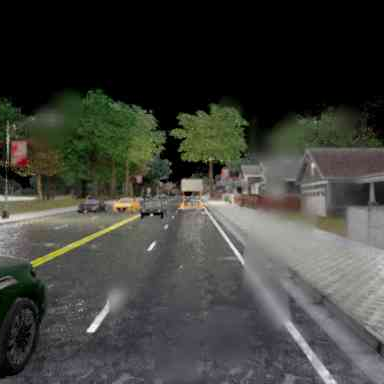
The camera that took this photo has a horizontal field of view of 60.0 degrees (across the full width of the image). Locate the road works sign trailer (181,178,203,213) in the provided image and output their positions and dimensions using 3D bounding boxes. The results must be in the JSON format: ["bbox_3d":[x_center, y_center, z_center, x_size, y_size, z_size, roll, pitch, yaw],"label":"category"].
[{"bbox_3d":[0.005,0.321,35.489,2.380,3.560,2.880,0,0,1],"label":"road works sign trailer"}]

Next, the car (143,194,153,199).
[{"bbox_3d":[-9.731,1.191,74.315,2.033,1.411,5.357,0,0,0],"label":"car"}]

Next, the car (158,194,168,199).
[{"bbox_3d":[-6.481,1.151,74.314,1.837,1.490,4.892,0,0,0],"label":"car"}]

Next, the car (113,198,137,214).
[{"bbox_3d":[-6.583,1.345,33.533,1.882,1.535,5.008,0,0,0],"label":"car"}]

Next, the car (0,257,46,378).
[{"bbox_3d":[-3.149,1.215,2.368,2.150,2.045,5.566,0,0,0],"label":"car"}]

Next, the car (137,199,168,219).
[{"bbox_3d":[-3.142,1.495,28.115,1.895,1.301,4.718,0,0,0],"label":"car"}]

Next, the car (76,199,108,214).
[{"bbox_3d":[-9.837,1.415,33.383,2.033,1.411,5.357,0,0,0],"label":"car"}]
